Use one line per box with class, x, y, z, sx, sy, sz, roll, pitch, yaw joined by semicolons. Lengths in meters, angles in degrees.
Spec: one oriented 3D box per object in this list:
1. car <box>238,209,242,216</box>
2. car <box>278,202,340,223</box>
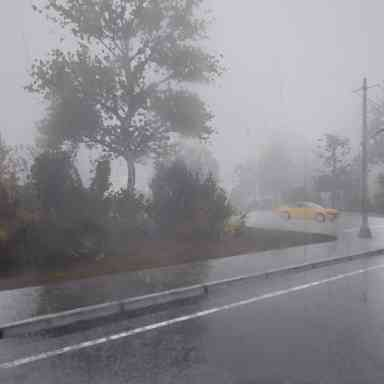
car;2.991;1.584;34.354;2.097;1.767;4.553;0;-1;-43
car;9.326;1.566;26.865;1.882;1.535;5.008;0;-1;-39
